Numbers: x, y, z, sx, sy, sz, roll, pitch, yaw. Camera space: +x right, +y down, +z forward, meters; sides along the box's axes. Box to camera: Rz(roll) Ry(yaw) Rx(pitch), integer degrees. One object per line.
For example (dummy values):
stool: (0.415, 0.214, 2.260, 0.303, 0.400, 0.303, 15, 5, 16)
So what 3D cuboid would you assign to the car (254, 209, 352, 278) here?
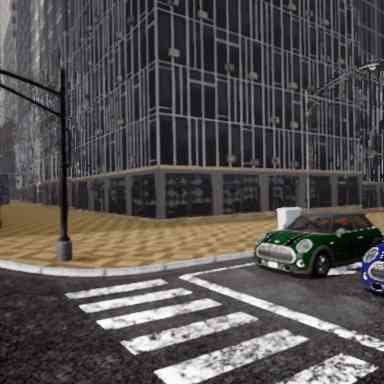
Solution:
car: (4.122, 1.456, 10.649, 4.553, 1.767, 2.097, 0, 0, -34)

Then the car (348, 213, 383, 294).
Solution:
car: (6.061, 1.425, 8.001, 4.553, 1.767, 2.097, 0, 0, -35)
